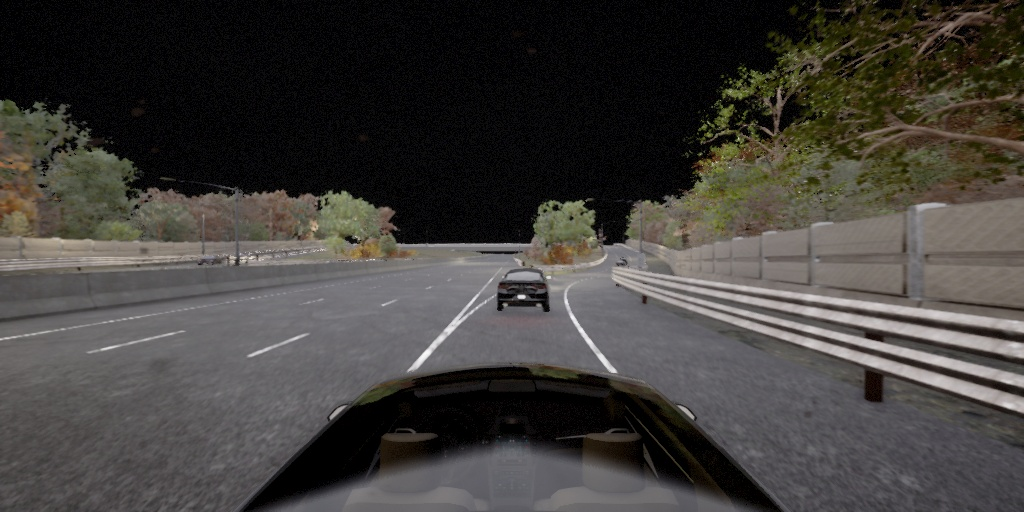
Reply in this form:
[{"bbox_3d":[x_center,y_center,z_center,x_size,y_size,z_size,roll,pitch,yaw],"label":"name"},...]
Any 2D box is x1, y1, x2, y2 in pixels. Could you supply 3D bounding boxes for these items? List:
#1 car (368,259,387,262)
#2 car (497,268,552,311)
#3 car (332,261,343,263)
[{"bbox_3d":[-21.052,1.288,57.165,1.837,1.490,4.892,0,0,1],"label":"car"},{"bbox_3d":[0.576,1.237,14.649,1.882,1.535,5.008,0,0,6],"label":"car"},{"bbox_3d":[-28.044,1.383,56.414,1.895,1.301,4.718,0,0,1],"label":"car"}]
